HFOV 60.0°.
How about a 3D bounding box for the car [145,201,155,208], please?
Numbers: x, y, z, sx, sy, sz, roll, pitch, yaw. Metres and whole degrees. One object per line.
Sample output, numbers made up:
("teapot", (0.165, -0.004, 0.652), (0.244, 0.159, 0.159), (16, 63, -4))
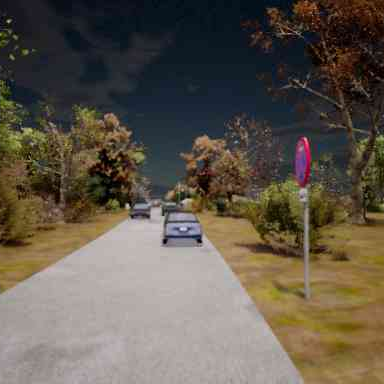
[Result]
("car", (-9.016, 2.632, 72.104), (2.128, 1.511, 4.902), (0, -2, -6))

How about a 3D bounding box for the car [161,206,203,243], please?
("car", (-0.540, 1.639, 16.630), (2.033, 1.411, 5.357), (0, -1, -4))

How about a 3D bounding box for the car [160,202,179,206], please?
("car", (-2.487, 1.856, 37.449), (1.837, 1.490, 4.892), (0, -1, -6))

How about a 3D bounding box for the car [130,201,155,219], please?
("car", (-4.852, 1.809, 31.962), (2.033, 1.411, 5.357), (0, -1, -6))
